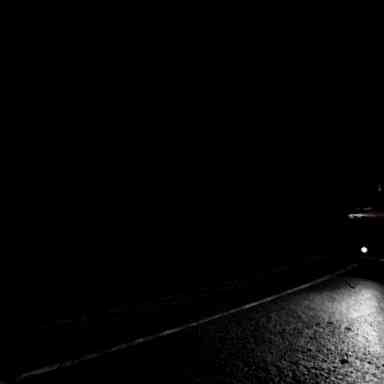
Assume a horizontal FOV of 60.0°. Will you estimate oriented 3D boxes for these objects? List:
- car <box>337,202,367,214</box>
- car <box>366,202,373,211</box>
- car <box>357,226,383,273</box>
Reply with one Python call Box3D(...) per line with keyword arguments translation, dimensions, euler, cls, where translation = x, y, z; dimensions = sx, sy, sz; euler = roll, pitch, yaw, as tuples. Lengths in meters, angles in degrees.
Box3D(translation=(22.750, 2.407, 48.348), dimensions=(2.128, 1.511, 4.902), euler=(-4, -3, 3), cls="car")
Box3D(translation=(26.380, 2.346, 52.240), dimensions=(1.837, 1.490, 4.892), euler=(-4, -3, -2), cls="car")
Box3D(translation=(6.632, 1.643, 10.090), dimensions=(1.895, 1.301, 4.718), euler=(-1, -1, 42), cls="car")
